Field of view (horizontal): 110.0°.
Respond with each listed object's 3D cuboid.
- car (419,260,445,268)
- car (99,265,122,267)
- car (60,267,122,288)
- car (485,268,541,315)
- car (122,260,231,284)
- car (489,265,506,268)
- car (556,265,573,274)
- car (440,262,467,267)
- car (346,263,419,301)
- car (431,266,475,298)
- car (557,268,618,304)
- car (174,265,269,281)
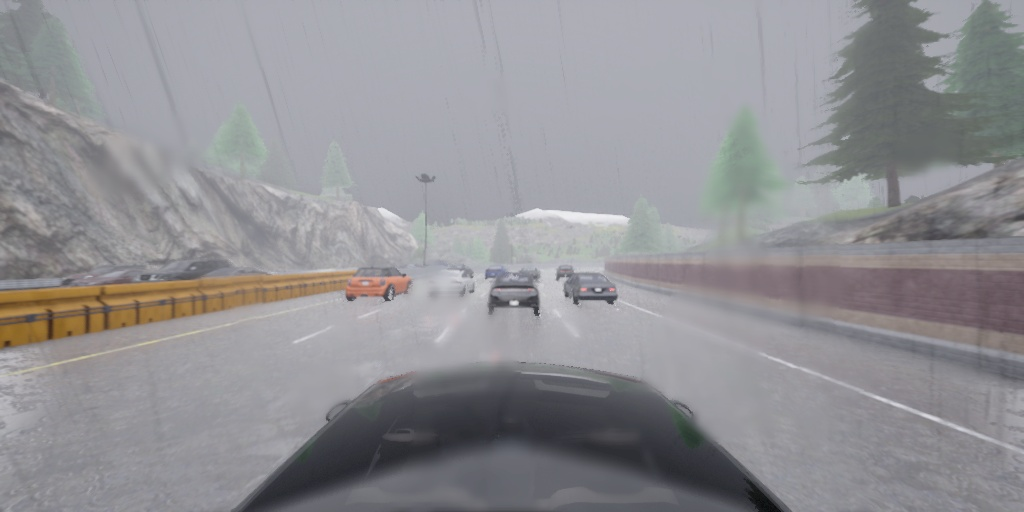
[{"bbox_3d":[-13.369,1.749,62.936,2.150,2.045,5.566,0,-1,18],"label":"car"},{"bbox_3d":[-27.673,1.423,24.799,2.097,1.767,4.553,0,-1,4],"label":"car"},{"bbox_3d":[-24.327,1.563,22.442,1.812,1.442,4.674,0,-1,3],"label":"car"},{"bbox_3d":[0.101,1.400,14.455,2.128,1.511,4.902,0,-1,1],"label":"car"},{"bbox_3d":[-20.807,1.263,23.134,2.150,2.045,5.566,0,-1,3],"label":"car"},{"bbox_3d":[-1.452,1.673,37.386,1.882,1.535,5.008,0,-1,9],"label":"car"},{"bbox_3d":[5.639,1.692,37.404,1.837,1.490,4.892,0,-1,10],"label":"car"},{"bbox_3d":[-5.167,1.679,36.362,2.128,1.511,4.902,0,-1,8],"label":"car"},{"bbox_3d":[-6.781,1.324,18.887,2.097,1.767,4.553,0,-1,2],"label":"car"},{"bbox_3d":[-3.237,1.508,20.055,1.812,1.442,4.674,0,-1,2],"label":"car"},{"bbox_3d":[3.644,1.489,17.446,2.033,1.411,5.357,0,-1,1],"label":"car"},{"bbox_3d":[-17.336,1.518,22.236,2.128,1.511,4.902,0,-1,3],"label":"car"}]
